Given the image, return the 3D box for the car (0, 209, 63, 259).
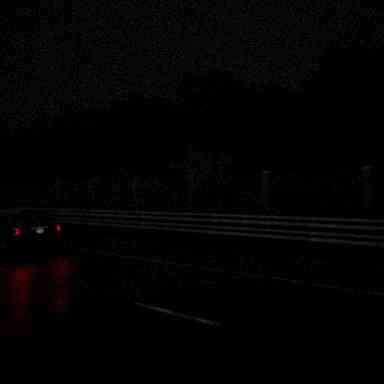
[{"bbox_3d":[-7.262,1.476,13.373,4.553,1.767,2.097,-1,0,36],"label":"car"}]
